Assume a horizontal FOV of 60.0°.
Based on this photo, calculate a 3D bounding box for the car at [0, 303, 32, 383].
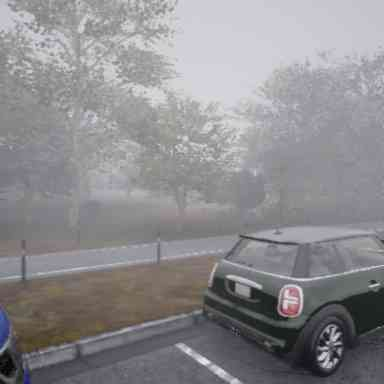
[{"bbox_3d":[-3.739,1.216,1.387,5.566,2.045,2.435,1,0,-33],"label":"car"}]

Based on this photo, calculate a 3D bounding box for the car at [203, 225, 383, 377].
[{"bbox_3d":[2.489,1.388,5.834,4.553,1.767,2.185,0,0,-33],"label":"car"}]
